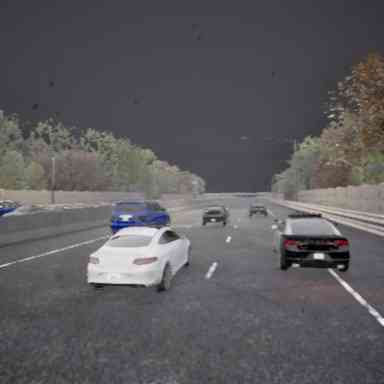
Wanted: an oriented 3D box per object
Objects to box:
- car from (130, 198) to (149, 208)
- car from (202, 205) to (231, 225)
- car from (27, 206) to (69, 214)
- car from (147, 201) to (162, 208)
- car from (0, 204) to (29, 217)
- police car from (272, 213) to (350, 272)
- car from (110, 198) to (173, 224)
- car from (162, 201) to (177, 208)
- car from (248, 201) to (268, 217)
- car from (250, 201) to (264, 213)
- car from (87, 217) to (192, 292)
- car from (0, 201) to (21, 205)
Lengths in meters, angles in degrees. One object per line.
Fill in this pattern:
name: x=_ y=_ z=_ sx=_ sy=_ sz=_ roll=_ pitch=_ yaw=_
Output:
car: x=-11.260 y=2.371 z=71.849 sx=2.150 sy=2.045 sz=5.566 roll=-1 pitch=-1 yaw=10
car: x=2.007 y=1.846 z=27.100 sx=1.837 sy=1.490 sz=4.892 roll=-1 pitch=-1 yaw=10
car: x=-12.030 y=2.113 z=29.264 sx=1.994 sy=1.385 sz=4.181 roll=-1 pitch=-1 yaw=10
car: x=-7.958 y=2.608 z=70.425 sx=1.812 sy=1.442 sz=4.674 roll=-1 pitch=-1 yaw=10
car: x=-15.292 y=2.118 z=30.885 sx=1.837 sy=1.490 sz=4.892 roll=-1 pitch=-1 yaw=10
police car: x=3.835 y=1.530 z=11.405 sx=1.930 sy=1.638 sz=5.238 roll=-1 pitch=-1 yaw=10
car: x=-2.914 y=1.524 z=19.697 sx=2.150 sy=2.045 sz=5.566 roll=-1 pitch=-1 yaw=10
car: x=-4.665 y=2.574 z=68.976 sx=1.994 sy=1.385 sz=4.181 roll=-1 pitch=-1 yaw=10
car: x=7.163 y=1.902 z=36.090 sx=1.837 sy=1.490 sz=4.892 roll=-1 pitch=-1 yaw=11
car: x=8.937 y=2.019 z=46.079 sx=1.837 sy=1.490 sz=4.892 roll=-1 pitch=-1 yaw=10
car: x=-1.241 y=1.666 z=9.345 sx=1.812 sy=1.442 sz=4.674 roll=-1 pitch=-1 yaw=10
car: x=-18.653 y=1.892 z=31.993 sx=2.150 sy=2.045 sz=5.566 roll=-1 pitch=-1 yaw=10
